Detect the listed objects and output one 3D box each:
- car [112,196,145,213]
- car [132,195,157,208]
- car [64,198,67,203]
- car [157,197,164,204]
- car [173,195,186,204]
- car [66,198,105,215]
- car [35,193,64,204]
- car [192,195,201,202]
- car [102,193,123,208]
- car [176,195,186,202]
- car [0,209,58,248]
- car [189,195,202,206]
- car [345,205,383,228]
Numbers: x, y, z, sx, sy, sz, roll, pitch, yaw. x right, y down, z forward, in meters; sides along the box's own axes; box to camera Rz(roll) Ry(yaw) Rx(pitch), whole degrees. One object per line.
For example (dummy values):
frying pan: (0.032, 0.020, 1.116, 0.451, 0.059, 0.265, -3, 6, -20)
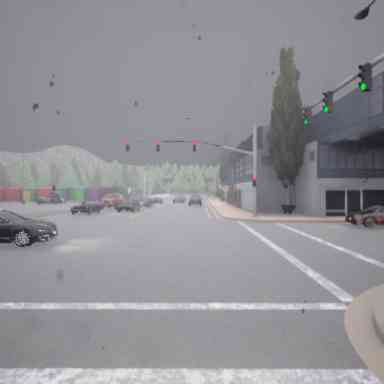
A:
car: (-7.081, 1.533, 37.638, 2.033, 1.411, 5.357, 0, 0, 1)
car: (-6.789, 1.473, 48.056, 2.128, 1.511, 4.902, 0, 0, 2)
car: (-24.765, 1.372, 60.369, 3.806, 1.475, 1.970, 0, 0, 0)
car: (-6.368, 1.540, 61.059, 1.994, 1.385, 4.181, 0, 0, 3)
car: (-2.721, 1.538, 65.332, 1.994, 1.385, 4.181, 0, 0, 2)
car: (-10.658, 1.588, 33.742, 1.895, 1.301, 4.718, 0, 0, 1)
car: (-24.785, 1.133, 57.474, 3.866, 1.878, 1.905, 0, 0, 0)
car: (1.050, 1.496, 74.694, 2.128, 1.511, 4.902, 0, 0, 2)
car: (-10.428, 1.203, 43.697, 2.150, 2.045, 5.566, 0, 0, 2)
car: (-2.439, 1.440, 75.124, 1.994, 1.385, 4.181, 0, 0, 2)
car: (-8.289, 1.499, 14.102, 4.892, 1.490, 1.837, 0, 0, -3)
car: (0.596, 1.330, 55.422, 2.097, 1.767, 4.553, 0, 0, 2)
car: (12.325, 1.555, 21.683, 4.181, 1.385, 1.994, 0, 0, 0)
